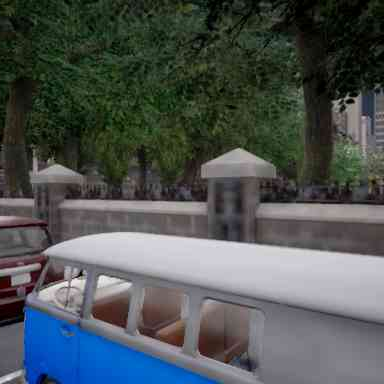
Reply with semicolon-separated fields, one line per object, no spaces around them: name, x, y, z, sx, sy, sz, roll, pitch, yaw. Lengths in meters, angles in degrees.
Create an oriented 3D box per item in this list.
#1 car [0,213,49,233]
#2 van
car;-4.356;1.311;6.073;5.009;1.841;2.192;0;0;36
van;0.141;1.338;2.865;3.998;1.788;1.690;0;0;36
